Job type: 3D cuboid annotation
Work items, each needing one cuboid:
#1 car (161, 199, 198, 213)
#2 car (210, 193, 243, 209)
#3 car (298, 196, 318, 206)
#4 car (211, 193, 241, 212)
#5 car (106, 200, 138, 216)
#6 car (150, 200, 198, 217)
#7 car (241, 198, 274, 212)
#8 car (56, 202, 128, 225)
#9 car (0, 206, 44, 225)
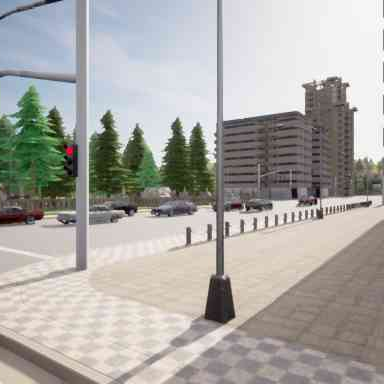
[{"bbox_3d":[-1.356,1.564,37.924,1.994,1.385,4.181,0,0,35],"label":"car"},{"bbox_3d":[4.891,1.221,46.629,2.150,2.045,5.566,0,0,36],"label":"car"},{"bbox_3d":[18.941,1.353,54.037,2.097,1.767,4.553,0,0,35],"label":"car"},{"bbox_3d":[4.246,1.352,39.734,2.097,1.767,4.553,0,0,36],"label":"car"},{"bbox_3d":[-7.099,1.478,29.852,1.882,1.535,5.008,0,0,36],"label":"car"},{"bbox_3d":[-1.558,1.547,31.595,2.033,1.411,5.357,0,0,36],"label":"car"},{"bbox_3d":[7.908,1.504,38.527,1.837,1.490,4.892,0,0,35],"label":"car"},{"bbox_3d":[-7.156,1.601,23.734,1.895,1.301,4.718,0,0,35],"label":"car"},{"bbox_3d":[-12.580,1.601,22.230,1.895,1.301,4.718,0,0,37],"label":"car"}]
